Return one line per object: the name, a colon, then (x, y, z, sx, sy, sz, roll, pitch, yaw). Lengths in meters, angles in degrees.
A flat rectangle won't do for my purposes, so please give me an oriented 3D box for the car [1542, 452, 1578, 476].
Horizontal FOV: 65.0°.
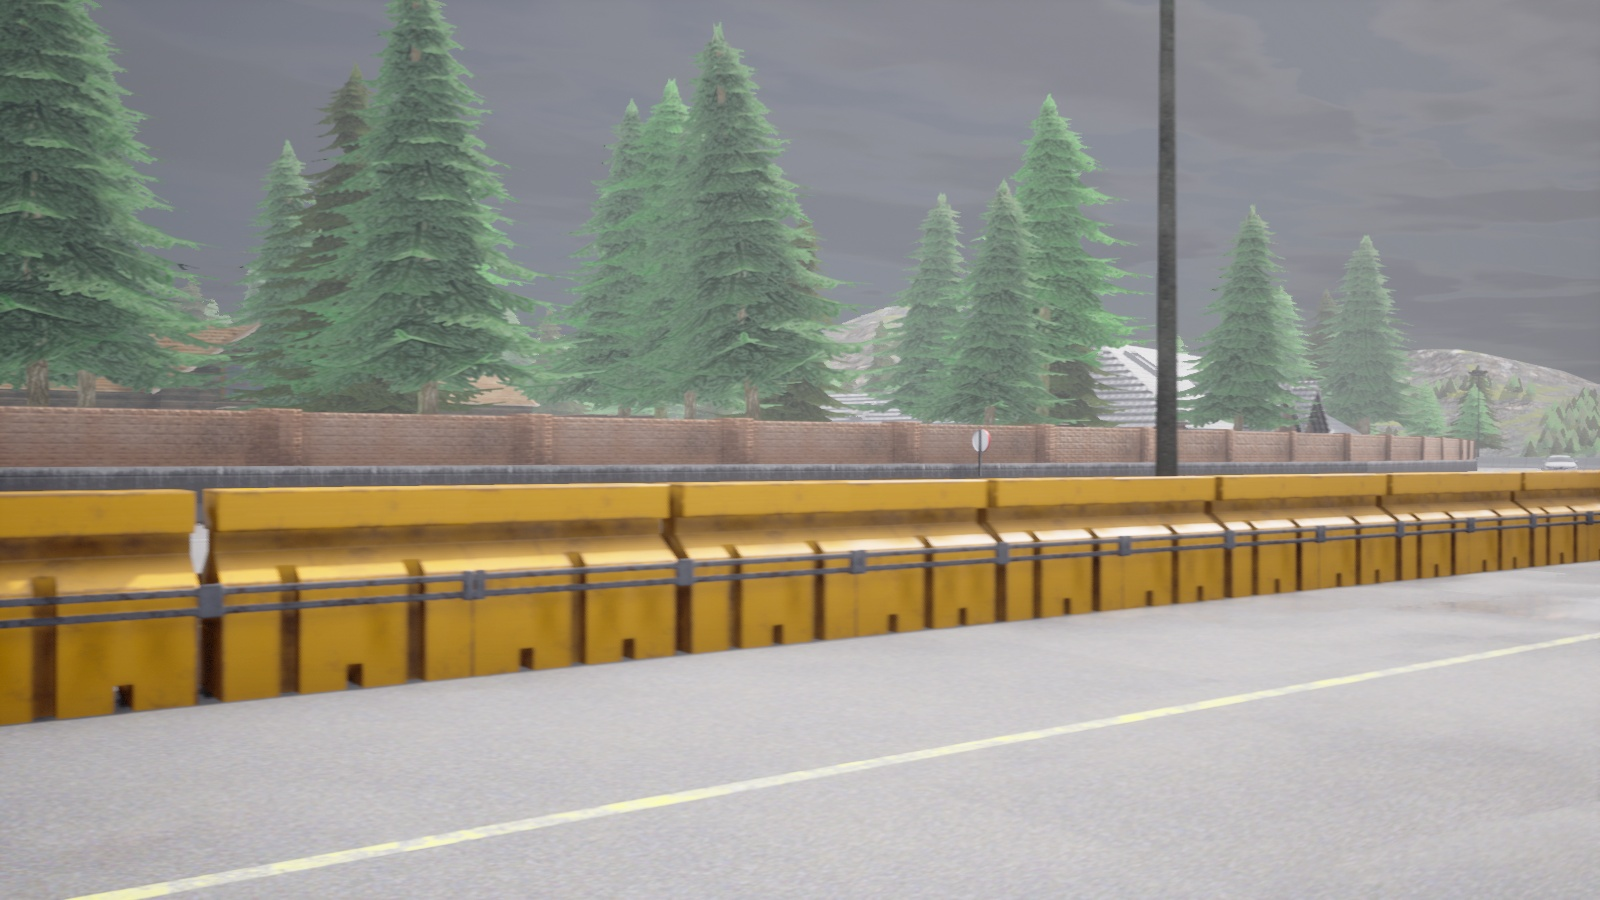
car: (48.559, 0.865, 80.305, 1.812, 1.442, 4.674, 0, 0, 30)
